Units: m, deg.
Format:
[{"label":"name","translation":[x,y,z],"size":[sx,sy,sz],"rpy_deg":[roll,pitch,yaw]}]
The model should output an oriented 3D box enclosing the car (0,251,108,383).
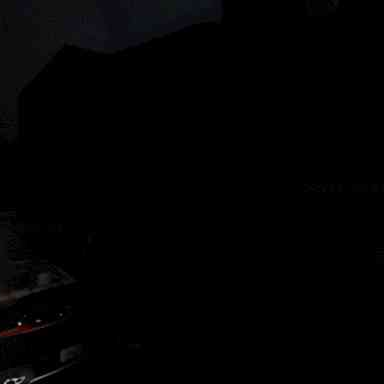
[{"label":"car","translation":[-3.149,1.599,5.040],"size":[4.403,1.369,2.008],"rpy_deg":[-1,1,36]}]
